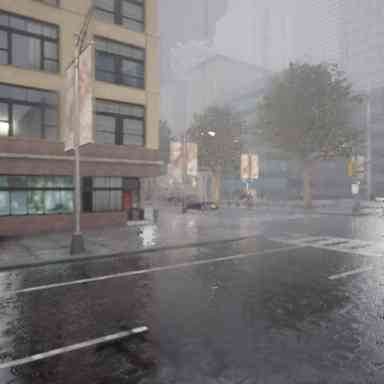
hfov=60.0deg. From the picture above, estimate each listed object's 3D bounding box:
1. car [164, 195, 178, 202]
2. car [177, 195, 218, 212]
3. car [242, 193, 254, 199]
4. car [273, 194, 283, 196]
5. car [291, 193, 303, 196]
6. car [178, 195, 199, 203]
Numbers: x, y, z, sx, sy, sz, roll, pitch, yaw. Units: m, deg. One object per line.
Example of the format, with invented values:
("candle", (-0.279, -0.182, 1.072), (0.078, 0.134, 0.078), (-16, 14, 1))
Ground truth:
("car", (-3.526, 1.272, 62.881), (1.882, 1.535, 5.008), (0, 0, -35))
("car", (0.903, 1.356, 36.610), (2.128, 1.511, 4.902), (0, 0, -35))
("car", (12.582, 1.064, 79.608), (2.161, 1.482, 4.786), (0, 0, -36))
("car", (22.275, 1.040, 85.995), (1.895, 1.301, 4.718), (0, 0, -36))
("car", (23.010, 0.943, 72.058), (2.002, 1.452, 4.674), (0, 0, -36))
("car", (-0.671, 1.337, 64.907), (1.994, 1.385, 4.181), (0, 0, -35))
